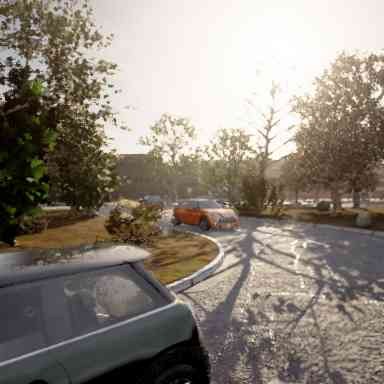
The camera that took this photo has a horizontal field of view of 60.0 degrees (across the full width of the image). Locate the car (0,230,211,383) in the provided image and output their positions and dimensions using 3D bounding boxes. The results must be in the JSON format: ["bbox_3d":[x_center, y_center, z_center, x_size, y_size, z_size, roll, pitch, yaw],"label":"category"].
[{"bbox_3d":[-2.034,1.359,2.491,4.553,1.767,2.097,-2,1,-41],"label":"car"}]

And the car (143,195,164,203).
[{"bbox_3d":[-4.767,1.177,38.456,2.097,1.767,4.553,0,0,-21],"label":"car"}]

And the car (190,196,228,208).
[{"bbox_3d":[2.285,1.277,44.529,5.008,1.535,1.882,0,0,6],"label":"car"}]

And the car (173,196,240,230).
[{"bbox_3d":[0.723,1.209,19.571,2.097,1.767,4.553,0,0,-33],"label":"car"}]
